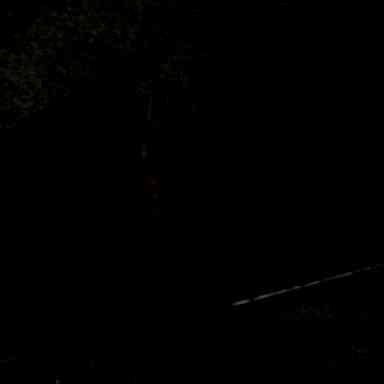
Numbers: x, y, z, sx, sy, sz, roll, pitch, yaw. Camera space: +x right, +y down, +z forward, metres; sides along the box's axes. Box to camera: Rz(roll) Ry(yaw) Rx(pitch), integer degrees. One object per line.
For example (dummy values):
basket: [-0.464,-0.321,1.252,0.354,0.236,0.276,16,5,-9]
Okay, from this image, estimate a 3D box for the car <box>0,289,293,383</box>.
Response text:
car: [-1.301,1.600,2.817,4.718,1.301,1.895,0,0,-35]
